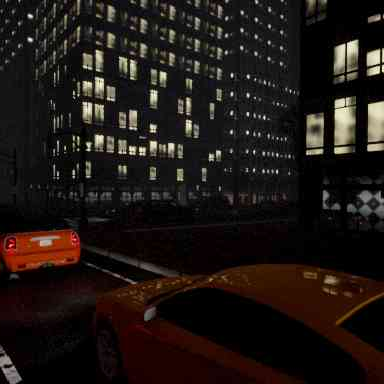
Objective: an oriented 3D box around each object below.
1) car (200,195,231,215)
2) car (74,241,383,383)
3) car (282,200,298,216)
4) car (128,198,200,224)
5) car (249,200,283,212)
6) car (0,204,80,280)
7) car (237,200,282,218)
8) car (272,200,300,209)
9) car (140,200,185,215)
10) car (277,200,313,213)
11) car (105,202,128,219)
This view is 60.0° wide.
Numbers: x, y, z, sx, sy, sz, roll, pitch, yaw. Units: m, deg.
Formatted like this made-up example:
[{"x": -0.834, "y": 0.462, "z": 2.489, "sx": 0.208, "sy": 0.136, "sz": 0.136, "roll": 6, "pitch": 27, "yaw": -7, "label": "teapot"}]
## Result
[{"x": 1.903, "y": 1.423, "z": 37.435, "sx": 5.566, "sy": 2.045, "sz": 2.150, "roll": 1, "pitch": 1, "yaw": -39, "label": "car"}, {"x": 0.739, "y": 1.476, "z": 3.261, "sx": 1.882, "sy": 1.535, "sz": 5.008, "roll": 0, "pitch": 0, "yaw": -40, "label": "car"}, {"x": 10.965, "y": 1.936, "z": 37.356, "sx": 4.206, "sy": 1.307, "sz": 1.802, "roll": 1, "pitch": 0, "yaw": -39, "label": "car"}, {"x": -2.168, "y": 1.523, "z": 26.691, "sx": 5.009, "sy": 1.841, "sz": 2.192, "roll": 1, "pitch": 0, "yaw": -39, "label": "car"}, {"x": 9.793, "y": 1.814, "z": 43.837, "sx": 4.674, "sy": 1.442, "sz": 1.812, "roll": 1, "pitch": 1, "yaw": -39, "label": "car"}, {"x": -5.188, "y": 1.347, "z": 10.313, "sx": 2.097, "sy": 1.767, "sz": 4.553, "roll": 0, "pitch": 0, "yaw": -40, "label": "car"}, {"x": 6.719, "y": 1.832, "z": 33.908, "sx": 4.829, "sy": 1.417, "sz": 1.752, "roll": 1, "pitch": 0, "yaw": -39, "label": "car"}, {"x": 14.433, "y": 1.881, "z": 50.964, "sx": 4.313, "sy": 1.339, "sz": 1.947, "roll": 1, "pitch": 0, "yaw": -39, "label": "car"}, {"x": -3.208, "y": 1.647, "z": 36.643, "sx": 4.829, "sy": 1.417, "sz": 1.752, "roll": 1, "pitch": 0, "yaw": -39, "label": "car"}, {"x": 13.271, "y": 1.833, "z": 42.552, "sx": 5.008, "sy": 1.535, "sz": 1.882, "roll": 1, "pitch": 1, "yaw": -39, "label": "car"}, {"x": -5.781, "y": 1.642, "z": 31.216, "sx": 4.674, "sy": 1.442, "sz": 1.812, "roll": 1, "pitch": 1, "yaw": -38, "label": "car"}]
